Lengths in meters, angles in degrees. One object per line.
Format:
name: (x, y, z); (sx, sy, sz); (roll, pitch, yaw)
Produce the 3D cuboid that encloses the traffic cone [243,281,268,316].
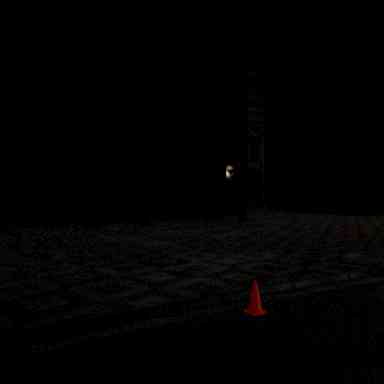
traffic cone: (1.199, 1.981, 6.303); (0.340, 0.580, 0.340); (0, 0, -30)
